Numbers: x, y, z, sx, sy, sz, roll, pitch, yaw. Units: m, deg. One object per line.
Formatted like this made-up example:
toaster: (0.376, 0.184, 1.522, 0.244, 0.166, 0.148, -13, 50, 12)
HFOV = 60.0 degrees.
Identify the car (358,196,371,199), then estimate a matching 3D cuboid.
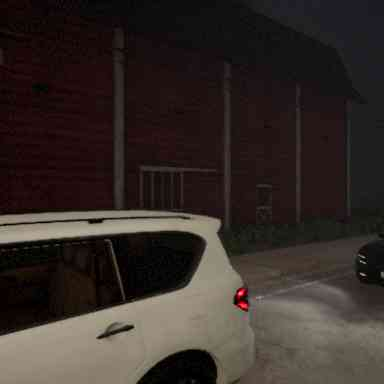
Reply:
car: (33.031, 1.529, 63.538, 3.905, 1.438, 1.784, 0, 0, -37)

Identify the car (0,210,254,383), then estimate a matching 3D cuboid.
car: (-1.968, 1.224, 2.579, 5.566, 2.045, 2.150, 0, 0, -36)

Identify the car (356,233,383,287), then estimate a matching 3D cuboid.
car: (6.110, 1.478, 8.453, 5.008, 1.535, 1.882, 0, 0, -36)
